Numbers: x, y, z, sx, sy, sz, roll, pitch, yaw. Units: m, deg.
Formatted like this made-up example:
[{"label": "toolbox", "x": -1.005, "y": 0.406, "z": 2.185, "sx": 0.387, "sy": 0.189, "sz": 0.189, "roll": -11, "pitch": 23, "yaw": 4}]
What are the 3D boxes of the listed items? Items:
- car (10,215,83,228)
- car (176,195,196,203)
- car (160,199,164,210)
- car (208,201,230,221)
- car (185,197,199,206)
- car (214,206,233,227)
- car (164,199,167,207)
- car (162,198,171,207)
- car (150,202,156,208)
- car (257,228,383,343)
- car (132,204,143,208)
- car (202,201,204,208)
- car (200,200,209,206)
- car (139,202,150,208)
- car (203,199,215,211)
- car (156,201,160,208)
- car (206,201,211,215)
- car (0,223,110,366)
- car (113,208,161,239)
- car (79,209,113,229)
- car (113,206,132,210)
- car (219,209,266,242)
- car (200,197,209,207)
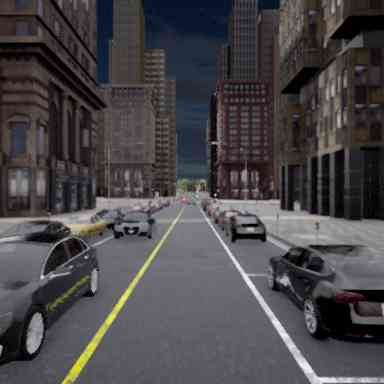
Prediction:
[{"label": "car", "x": -5.775, "y": 1.739, "z": 12.125, "sx": 1.947, "sy": 1.339, "sz": 4.313, "roll": -1, "pitch": -1, "yaw": 0}, {"label": "car", "x": -1.629, "y": 2.225, "z": 89.525, "sx": 2.097, "sy": 1.767, "sz": 4.553, "roll": 0, "pitch": 0, "yaw": -26}, {"label": "car", "x": -5.785, "y": 2.175, "z": 50.741, "sx": 1.752, "sy": 1.417, "sz": 4.829, "roll": -1, "pitch": -1, "yaw": 0}, {"label": "car", "x": 2.745, "y": 1.837, "z": 28.758, "sx": 1.967, "sy": 1.590, "sz": 4.097, "roll": -1, "pitch": -1, "yaw": 0}, {"label": "car", "x": -0.023, "y": 2.363, "z": 75.479, "sx": 1.994, "sy": 1.385, "sz": 4.181, "roll": 0, "pitch": 0, "yaw": 0}, {"label": "car", "x": 2.747, "y": 1.906, "z": 23.215, "sx": 1.802, "sy": 1.307, "sz": 4.206, "roll": -1, "pitch": -1, "yaw": 0}, {"label": "car", "x": -5.786, "y": 2.272, "z": 56.453, "sx": 1.947, "sy": 1.339, "sz": 4.313, "roll": -1, "pitch": -1, "yaw": 0}, {"label": "car", "x": -5.789, "y": 2.350, "z": 67.534, "sx": 1.887, "sy": 1.381, "sz": 4.507, "roll": 0, "pitch": 0, "yaw": 0}, {"label": "car", "x": -5.783, "y": 1.971, "z": 39.831, "sx": 1.967, "sy": 1.590, "sz": 4.097, "roll": -1, "pitch": -1, "yaw": 0}, {"label": "car", "x": 2.752, "y": 1.662, "z": 6.596, "sx": 1.947, "sy": 1.339, "sz": 4.313, "roll": -1, "pitch": -1, "yaw": 0}, {"label": "car", "x": -5.780, "y": 1.962, "z": 28.747, "sx": 1.947, "sy": 1.339, "sz": 4.313, "roll": -1, "pitch": -1, "yaw": 0}, {"label": "car", "x": 2.742, "y": 2.175, "z": 45.377, "sx": 1.802, "sy": 1.307, "sz": 4.206, "roll": -1, "pitch": -1, "yaw": 0}, {"label": "car", "x": 2.735, "y": 2.397, "z": 73.078, "sx": 1.887, "sy": 1.381, "sz": 4.507, "roll": 0, "pitch": 0, "yaw": 0}, {"label": "car", "x": -5.781, "y": 2.047, "z": 34.288, "sx": 1.802, "sy": 1.307, "sz": 4.206, "roll": -1, "pitch": -1, "yaw": 0}, {"label": "car", "x": 2.742, "y": 1.971, "z": 39.838, "sx": 1.967, "sy": 1.590, "sz": 4.097, "roll": -1, "pitch": -1, "yaw": 0}, {"label": "car", "x": -5.783, "y": 2.175, "z": 45.370, "sx": 1.802, "sy": 1.307, "sz": 4.206, "roll": -1, "pitch": -1, "yaw": 0}, {"label": "car", "x": 2.744, "y": 1.993, "z": 34.466, "sx": 1.752, "sy": 1.417, "sz": 4.829, "roll": -1, "pitch": -1, "yaw": 0}, {"label": "car", "x": -3.097, "y": 1.594, "z": 6.139, "sx": 1.837, "sy": 1.490, "sz": 4.892, "roll": 0, "pitch": -1, "yaw": 0}, {"label": "car", "x": -3.094, "y": 1.829, "z": 18.876, "sx": 1.994, "sy": 1.385, "sz": 4.181, "roll": 0, "pitch": -1, "yaw": -1}, {"label": "car", "x": -5.777, "y": 1.772, "z": 17.496, "sx": 1.752, "sy": 1.417, "sz": 4.829, "roll": -1, "pitch": -1, "yaw": 0}, {"label": "car", "x": -5.778, "y": 1.890, "z": 23.206, "sx": 1.947, "sy": 1.339, "sz": 4.313, "roll": -1, "pitch": -1, "yaw": 0}, {"label": "car", "x": 2.749, "y": 1.815, "z": 17.675, "sx": 1.947, "sy": 1.339, "sz": 4.313, "roll": -1, "pitch": -1, "yaw": 0}, {"label": "car", "x": 2.739, "y": 1.966, "z": 50.920, "sx": 2.192, "sy": 1.841, "sz": 5.009, "roll": -1, "pitch": -1, "yaw": 0}]
